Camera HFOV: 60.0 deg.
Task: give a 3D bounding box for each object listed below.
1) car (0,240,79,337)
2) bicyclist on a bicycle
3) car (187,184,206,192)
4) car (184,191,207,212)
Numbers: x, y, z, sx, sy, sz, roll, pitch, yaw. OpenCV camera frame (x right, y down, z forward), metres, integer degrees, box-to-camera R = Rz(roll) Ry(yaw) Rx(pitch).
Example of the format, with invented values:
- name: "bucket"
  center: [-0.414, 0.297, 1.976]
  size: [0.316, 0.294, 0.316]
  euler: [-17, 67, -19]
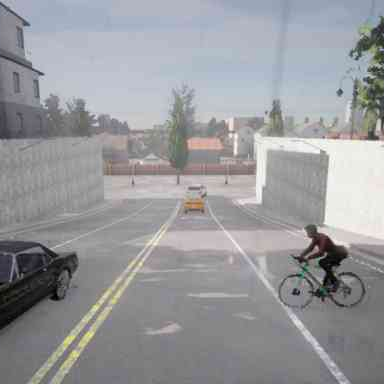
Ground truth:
- name: "car"
  center: [-3.569, 1.583, 5.530]
  size: [1.895, 1.301, 4.718]
  euler: [0, 0, 0]
- name: "bicyclist on a bicycle"
  center: [2.455, 1.430, 6.344]
  size: [1.656, 1.620, 0.582]
  euler: [-2, 1, 1]
- name: "car"
  center: [0.647, -0.101, 46.571]
  size: [2.150, 2.045, 5.566]
  euler: [1, 7, 9]
- name: "car"
  center: [0.230, 1.120, 34.132]
  size: [1.882, 1.535, 5.008]
  euler: [0, 3, 0]
